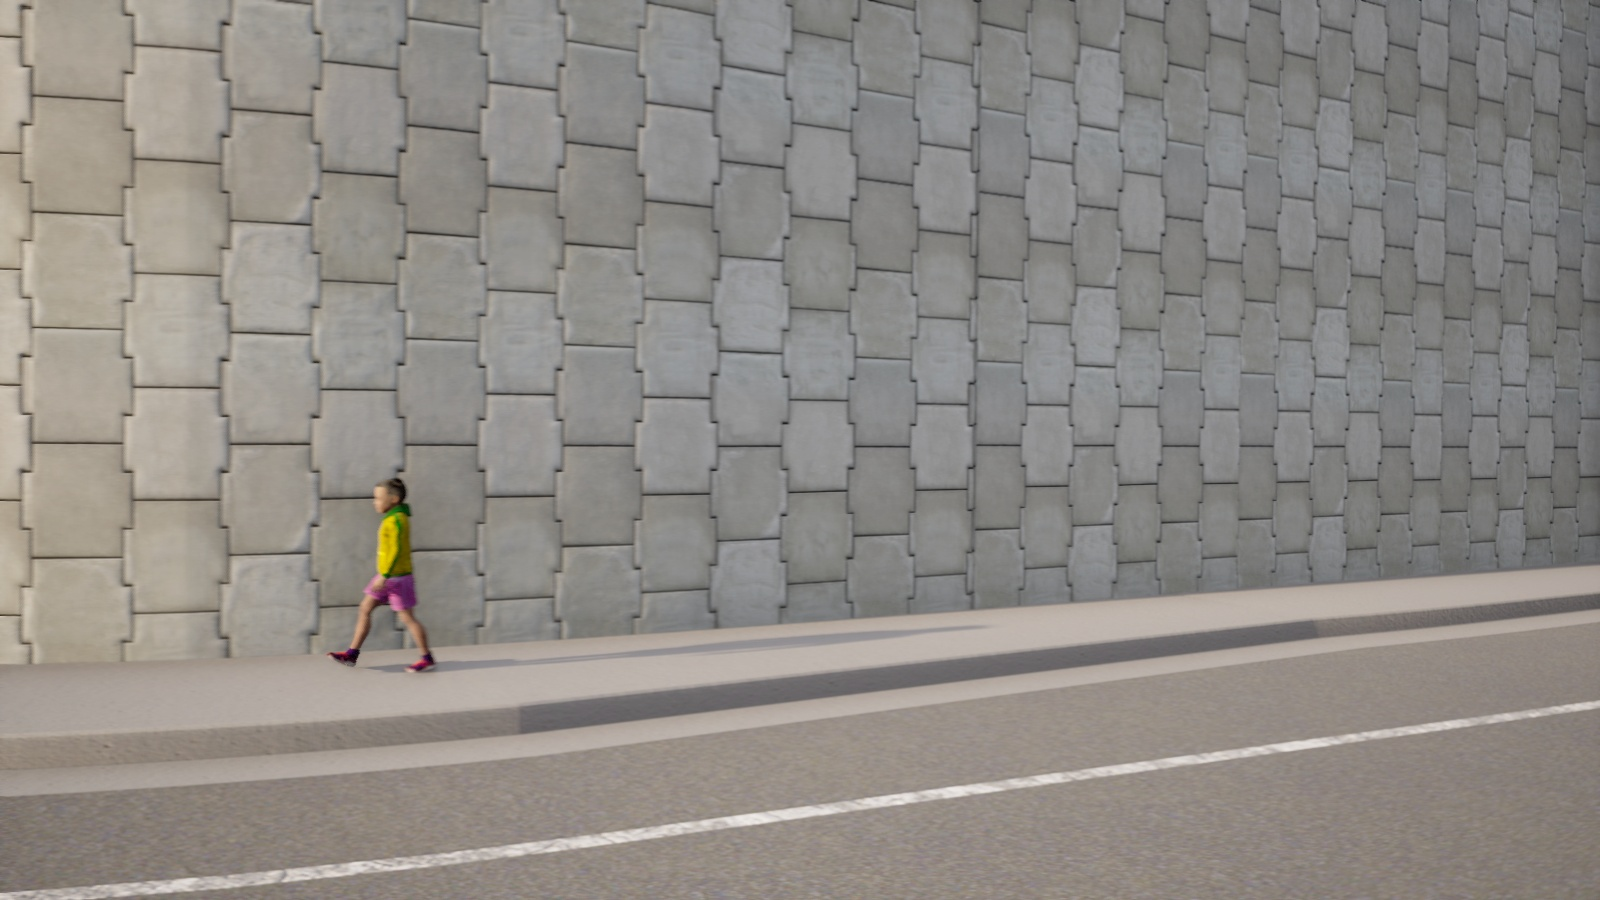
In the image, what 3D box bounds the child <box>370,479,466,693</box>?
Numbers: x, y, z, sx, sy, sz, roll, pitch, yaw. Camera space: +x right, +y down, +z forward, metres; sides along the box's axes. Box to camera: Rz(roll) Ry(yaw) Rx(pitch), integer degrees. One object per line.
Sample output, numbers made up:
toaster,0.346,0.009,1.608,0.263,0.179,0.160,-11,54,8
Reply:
child,-2.178,0.753,7.151,0.473,1.160,0.299,-1,1,-24
